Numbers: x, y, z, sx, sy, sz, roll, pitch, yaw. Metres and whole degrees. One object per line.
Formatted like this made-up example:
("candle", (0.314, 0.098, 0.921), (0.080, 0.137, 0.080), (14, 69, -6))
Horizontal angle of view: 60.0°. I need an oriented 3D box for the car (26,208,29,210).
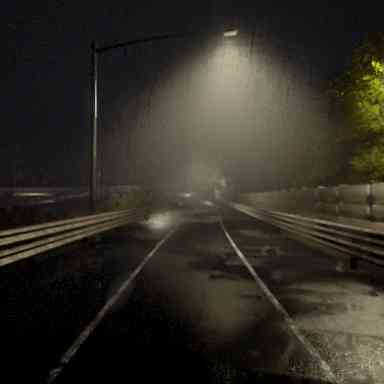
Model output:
("car", (-41.050, 4.377, 78.691), (2.150, 2.045, 5.566), (1, 3, 18))
